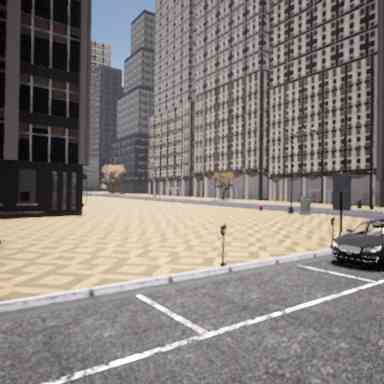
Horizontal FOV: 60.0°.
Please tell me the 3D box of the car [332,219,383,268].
[{"bbox_3d":[6.539,1.629,11.346,4.403,1.369,2.008,0,0,-35],"label":"car"}]
